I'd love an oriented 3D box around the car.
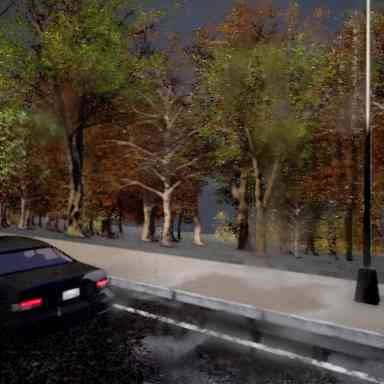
[{"bbox_3d":[-3.849,1.580,6.428,5.357,1.411,2.033,0,0,35],"label":"car"}]
